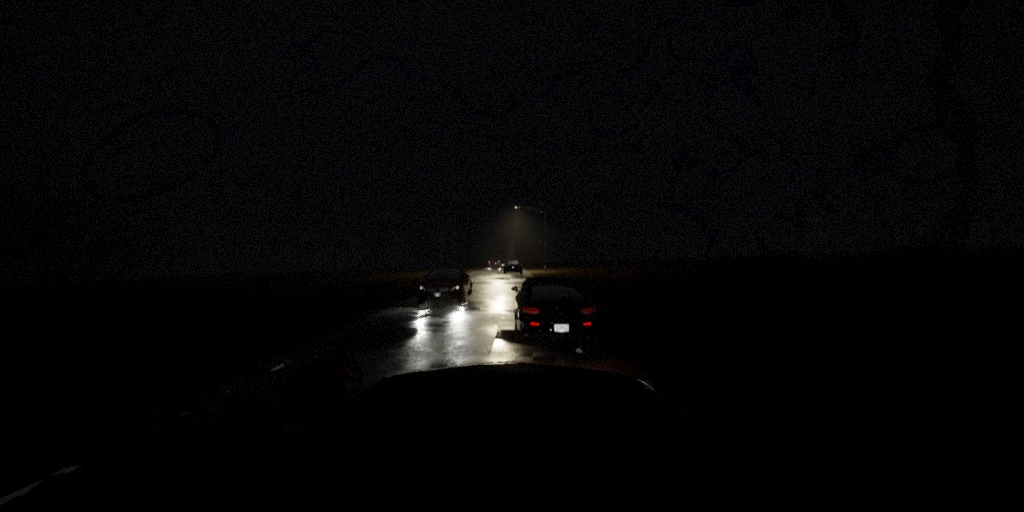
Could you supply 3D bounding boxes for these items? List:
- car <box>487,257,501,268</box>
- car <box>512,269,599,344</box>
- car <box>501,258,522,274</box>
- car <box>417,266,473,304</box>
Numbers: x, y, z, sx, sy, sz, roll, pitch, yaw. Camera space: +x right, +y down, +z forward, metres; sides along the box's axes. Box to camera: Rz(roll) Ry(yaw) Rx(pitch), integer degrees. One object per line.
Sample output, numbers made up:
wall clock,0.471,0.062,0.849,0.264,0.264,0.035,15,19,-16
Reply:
car,-2.761,0.940,57.440,2.097,1.767,4.553,0,0,0
car,0.973,1.228,9.325,1.812,1.442,4.674,0,0,0
car,0.122,1.162,38.901,1.994,1.385,4.181,0,0,0
car,-2.832,1.190,15.935,1.812,1.442,4.674,0,0,0
